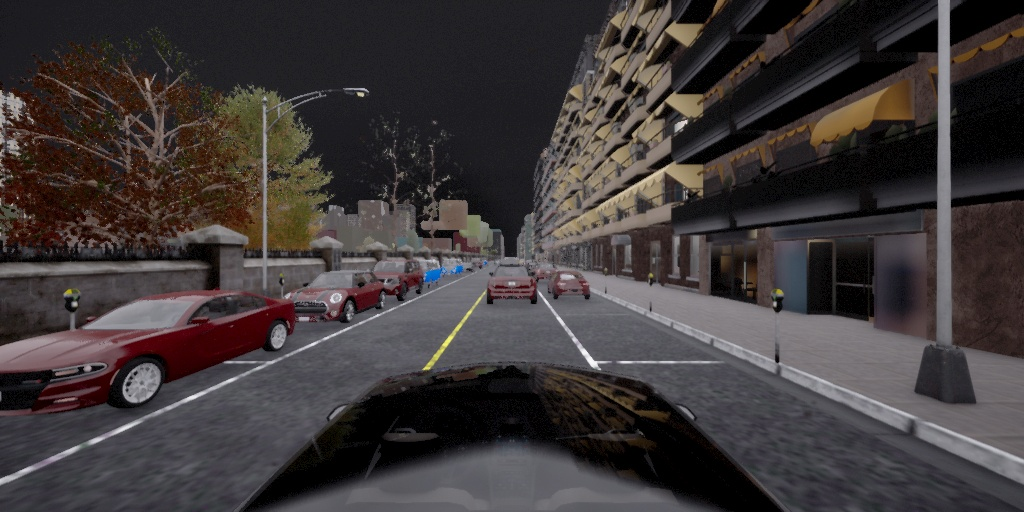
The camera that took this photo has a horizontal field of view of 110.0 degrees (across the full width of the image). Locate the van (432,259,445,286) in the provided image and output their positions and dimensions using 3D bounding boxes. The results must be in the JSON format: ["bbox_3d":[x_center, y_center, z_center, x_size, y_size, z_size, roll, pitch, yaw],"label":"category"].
[{"bbox_3d":[-5.689,1.114,23.060,1.690,1.789,3.998,0,0,0],"label":"van"}]

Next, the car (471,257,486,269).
[{"bbox_3d":[-5.689,1.143,56.841,2.192,1.841,5.009,0,0,0],"label":"car"}]

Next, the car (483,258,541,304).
[{"bbox_3d":[-0.001,1.131,16.471,2.097,1.767,4.553,0,0,0],"label":"car"}]

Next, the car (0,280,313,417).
[{"bbox_3d":[-5.690,1.295,6.171,1.888,1.381,4.507,0,0,0],"label":"car"}]

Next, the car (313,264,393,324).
[{"bbox_3d":[-5.689,1.196,11.799,1.967,1.591,4.097,0,0,0],"label":"car"}]

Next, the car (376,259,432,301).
[{"bbox_3d":[-5.690,1.079,17.429,2.192,1.841,5.009,0,0,0],"label":"car"}]

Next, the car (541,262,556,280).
[{"bbox_3d":[2.691,1.221,28.691,1.967,1.591,4.097,0,0,0],"label":"car"}]

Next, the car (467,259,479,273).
[{"bbox_3d":[-5.690,1.373,45.582,1.948,1.339,4.313,0,0,0],"label":"car"}]

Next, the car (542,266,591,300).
[{"bbox_3d":[2.691,1.347,17.429,1.802,1.307,4.207,0,0,0],"label":"car"}]

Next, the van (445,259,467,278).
[{"bbox_3d":[-5.690,1.130,34.321,1.690,1.789,3.998,0,0,0],"label":"van"}]
